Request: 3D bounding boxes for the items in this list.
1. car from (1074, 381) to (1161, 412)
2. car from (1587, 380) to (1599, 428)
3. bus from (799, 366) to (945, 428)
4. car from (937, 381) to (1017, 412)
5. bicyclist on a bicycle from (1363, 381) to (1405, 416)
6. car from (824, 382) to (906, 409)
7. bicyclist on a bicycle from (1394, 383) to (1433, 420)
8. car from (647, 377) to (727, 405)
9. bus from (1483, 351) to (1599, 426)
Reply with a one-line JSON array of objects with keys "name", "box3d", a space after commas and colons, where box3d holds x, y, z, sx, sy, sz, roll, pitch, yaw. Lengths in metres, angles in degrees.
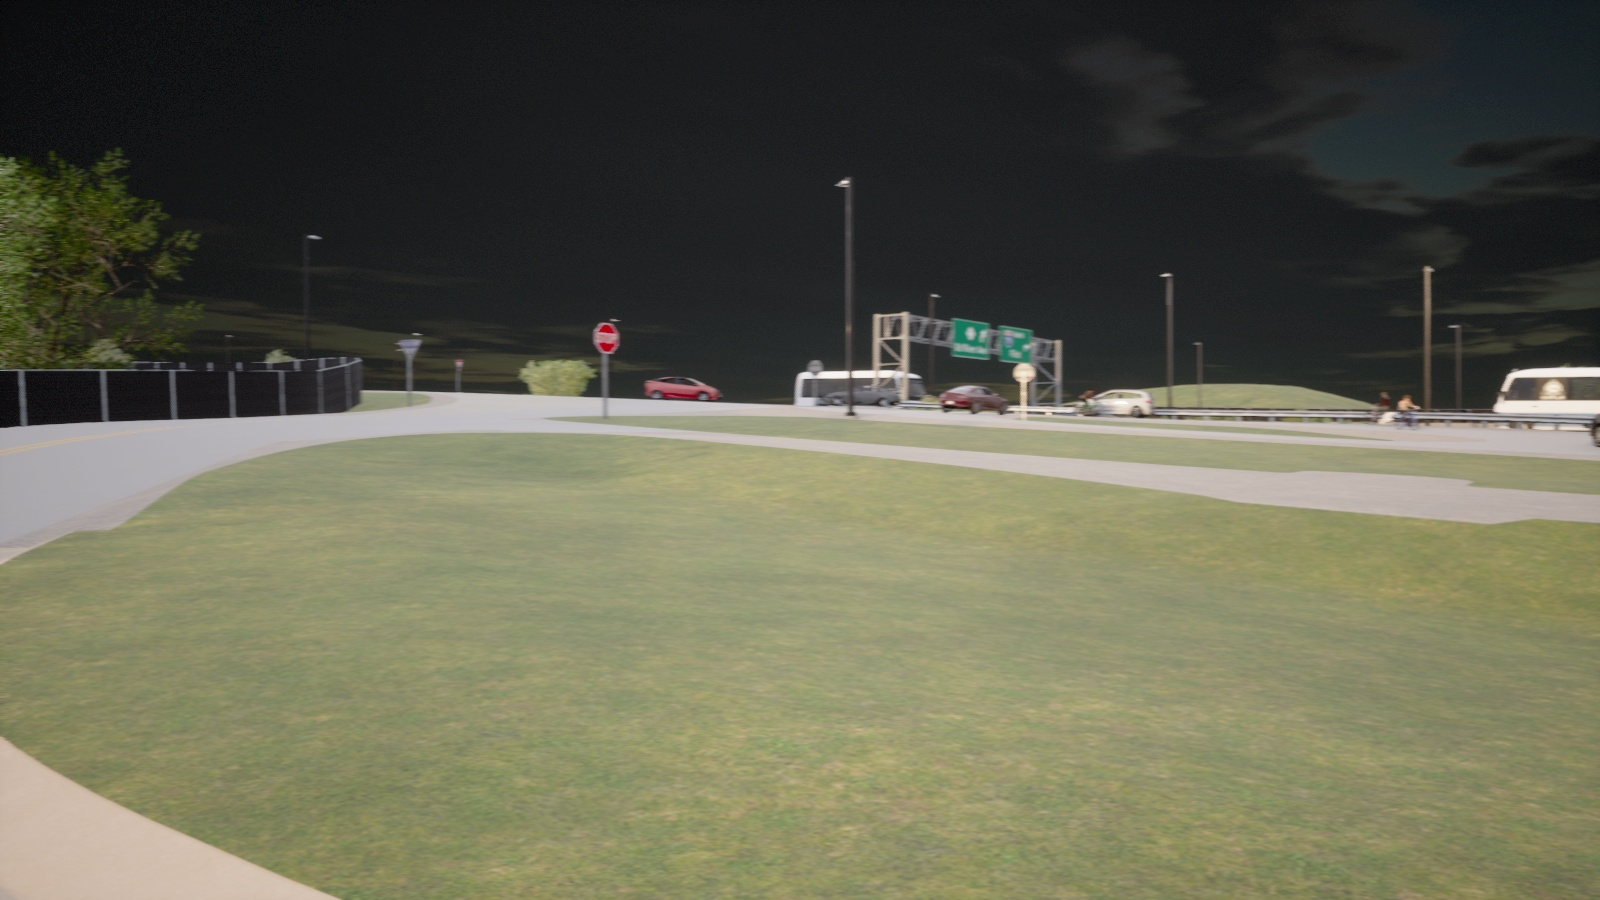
[{"name": "car", "box3d": [18.612, -3.140, 73.600, 4.611, 1.667, 2.242, 2, 2, 23]}, {"name": "car", "box3d": [28.650, -1.494, 41.534, 2.152, 1.651, 5.027, -1, 3, 2]}, {"name": "bus", "box3d": [5.176, -3.770, 92.185, 10.273, 4.253, 3.944, 1, 1, 38]}, {"name": "car", "box3d": [8.982, -2.688, 63.420, 1.812, 1.442, 4.674, 4, 4, 38]}, {"name": "bicyclist on a bicycle", "box3d": [29.519, -2.608, 63.483, 0.659, 1.776, 1.843, -2, 3, -28]}, {"name": "car", "box3d": [4.072, -3.392, 78.420, 4.902, 1.511, 2.128, 1, 1, 9]}, {"name": "bicyclist on a bicycle", "box3d": [27.795, -2.197, 56.911, 0.866, 1.612, 1.509, -2, 3, -12]}, {"name": "car", "box3d": [-6.776, -3.540, 75.596, 4.514, 1.525, 2.007, 1, 1, 7]}, {"name": "bus", "box3d": [46.559, -3.581, 74.323, 10.273, 4.253, 3.944, 1, 1, 37]}]
